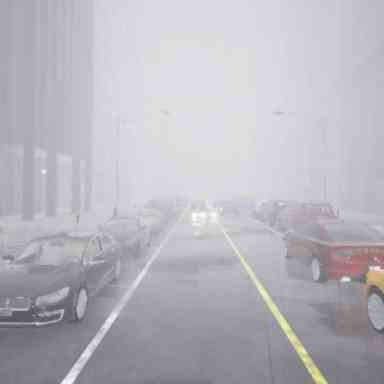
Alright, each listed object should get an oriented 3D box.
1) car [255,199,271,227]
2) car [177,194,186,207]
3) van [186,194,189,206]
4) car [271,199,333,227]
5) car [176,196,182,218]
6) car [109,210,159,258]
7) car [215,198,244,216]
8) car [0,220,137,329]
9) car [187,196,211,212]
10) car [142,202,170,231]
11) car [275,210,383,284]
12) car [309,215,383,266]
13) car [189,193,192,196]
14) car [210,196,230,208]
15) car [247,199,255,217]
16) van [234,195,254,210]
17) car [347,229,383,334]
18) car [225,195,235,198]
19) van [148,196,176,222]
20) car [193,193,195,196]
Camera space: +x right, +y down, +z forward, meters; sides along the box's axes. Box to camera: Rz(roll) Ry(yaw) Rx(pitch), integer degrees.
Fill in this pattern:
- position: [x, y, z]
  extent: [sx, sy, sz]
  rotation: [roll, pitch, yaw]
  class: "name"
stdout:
- position: [6.219, 1.408, 23.679]
  extent: [2.192, 1.841, 5.009]
  rotation: [1, 0, 1]
  class: "car"
- position: [-2.074, 1.329, 35.058]
  extent: [2.192, 1.841, 5.009]
  rotation: [1, 0, 1]
  class: "car"
- position: [-1.729, 1.380, 51.884]
  extent: [1.690, 1.788, 3.998]
  rotation: [1, 0, 1]
  class: "van"
- position: [6.104, 1.400, 18.071]
  extent: [2.192, 1.841, 5.009]
  rotation: [1, 0, 1]
  class: "car"
- position: [-2.190, 1.446, 29.450]
  extent: [1.967, 1.590, 4.097]
  rotation: [1, 0, 1]
  class: "car"
- position: [-2.537, 1.566, 12.625]
  extent: [1.802, 1.307, 4.206]
  rotation: [1, 0, 1]
  class: "car"
- position: [3.725, 1.625, 34.065]
  extent: [2.033, 1.411, 5.357]
  rotation: [1, 0, 2]
  class: "car"
- position: [-2.651, 1.528, 7.017]
  extent: [2.008, 1.369, 4.403]
  rotation: [1, 0, 1]
  class: "car"
- position: [0.787, 1.543, 39.957]
  extent: [2.128, 1.511, 4.902]
  rotation: [1, 0, 1]
  class: "car"
- position: [-2.425, 1.516, 18.063]
  extent: [1.752, 1.417, 4.829]
  rotation: [1, 0, 1]
  class: "car"
- position: [4.069, 1.532, 9.791]
  extent: [1.882, 1.535, 5.008]
  rotation: [1, 0, 1]
  class: "car"
- position: [5.986, 1.660, 12.463]
  extent: [1.802, 1.307, 4.206]
  rotation: [1, 0, 1]
  class: "car"
- position: [-1.614, 1.362, 57.492]
  extent: [2.192, 1.841, 5.009]
  rotation: [1, 0, 1]
  class: "car"
- position: [3.964, 1.662, 48.415]
  extent: [1.994, 1.385, 4.181]
  rotation: [1, 0, 1]
  class: "car"
- position: [6.335, 1.626, 29.457]
  extent: [1.752, 1.417, 4.829]
  rotation: [1, 0, 1]
  class: "car"
- position: [6.564, 1.458, 40.503]
  extent: [1.690, 1.788, 3.998]
  rotation: [1, 0, 1]
  class: "van"
- position: [3.898, 1.526, 3.786]
  extent: [1.882, 1.535, 5.008]
  rotation: [1, 0, 1]
  class: "car"
- position: [6.794, 1.448, 51.719]
  extent: [2.192, 1.841, 5.009]
  rotation: [1, 0, 1]
  class: "car"
- position: [-2.304, 1.340, 23.842]
  extent: [1.690, 1.788, 3.998]
  rotation: [1, 0, 1]
  class: "van"
- position: [-0.926, 1.543, 91.142]
  extent: [1.967, 1.590, 4.097]
  rotation: [1, 0, 1]
  class: "car"
